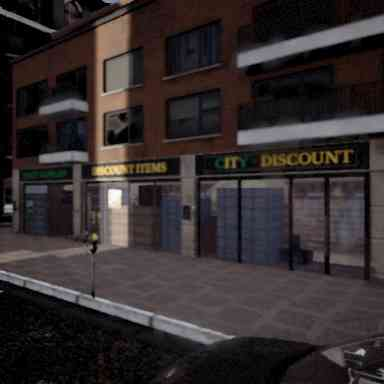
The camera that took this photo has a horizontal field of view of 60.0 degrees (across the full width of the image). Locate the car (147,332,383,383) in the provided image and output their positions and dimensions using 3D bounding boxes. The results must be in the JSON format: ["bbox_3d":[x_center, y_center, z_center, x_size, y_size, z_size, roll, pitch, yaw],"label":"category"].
[{"bbox_3d":[1.559,1.551,1.765,4.403,1.369,2.008,0,0,35],"label":"car"}]
